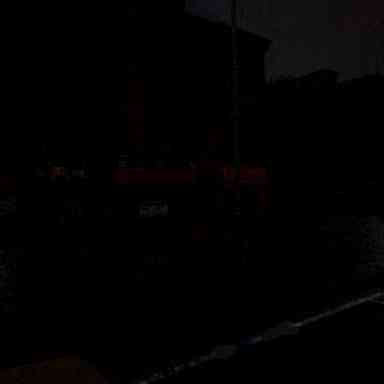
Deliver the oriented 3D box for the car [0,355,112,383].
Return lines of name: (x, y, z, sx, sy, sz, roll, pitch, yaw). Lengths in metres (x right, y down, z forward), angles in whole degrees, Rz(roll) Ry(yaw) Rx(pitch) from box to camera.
car: (-2.447, 1.530, 1.088, 4.829, 1.417, 1.752, 0, -1, -35)
